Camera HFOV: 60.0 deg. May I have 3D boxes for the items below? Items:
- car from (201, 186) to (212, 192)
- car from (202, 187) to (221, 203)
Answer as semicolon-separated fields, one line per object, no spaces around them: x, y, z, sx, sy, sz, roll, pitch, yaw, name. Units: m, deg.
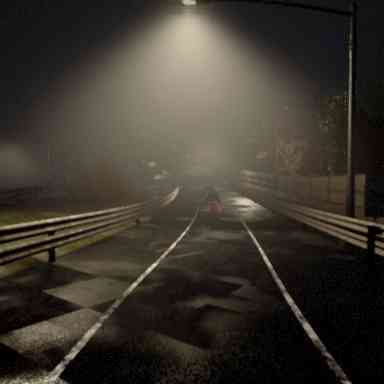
2.495;-0.193;51.880;1.837;1.490;4.892;0;5;-2;car
2.532;0.562;41.448;1.812;1.442;4.674;0;3;0;car
